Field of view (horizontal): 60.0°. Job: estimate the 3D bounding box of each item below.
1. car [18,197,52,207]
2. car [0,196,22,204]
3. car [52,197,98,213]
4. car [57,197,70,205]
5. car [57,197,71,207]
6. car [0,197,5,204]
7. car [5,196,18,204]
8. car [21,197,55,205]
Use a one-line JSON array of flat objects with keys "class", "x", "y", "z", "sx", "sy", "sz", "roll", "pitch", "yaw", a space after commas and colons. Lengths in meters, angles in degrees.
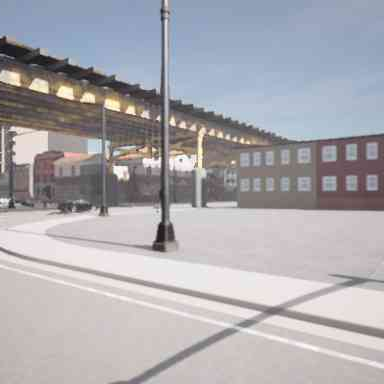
[{"class": "car", "x": -24.503, "y": 1.612, "z": 53.114, "sx": 4.974, "sy": 1.542, "sz": 2.038, "roll": 0, "pitch": 0, "yaw": 7}, {"class": "car", "x": -37.859, "y": 1.673, "z": 68.140, "sx": 4.974, "sy": 1.542, "sz": 2.038, "roll": 0, "pitch": 0, "yaw": 2}, {"class": "car", "x": -12.882, "y": 1.594, "z": 37.879, "sx": 2.128, "sy": 1.511, "sz": 4.902, "roll": 0, "pitch": 0, "yaw": 30}, {"class": "car", "x": -20.996, "y": 1.447, "z": 54.376, "sx": 1.853, "sy": 1.218, "sz": 4.536, "roll": 0, "pitch": 0, "yaw": -23}, {"class": "car", "x": -20.975, "y": 1.605, "z": 54.328, "sx": 2.038, "sy": 1.542, "sz": 4.974, "roll": 0, "pitch": 0, "yaw": -23}, {"class": "car", "x": -17.010, "y": 1.312, "z": 25.063, "sx": 2.150, "sy": 2.045, "sz": 5.566, "roll": 0, "pitch": 0, "yaw": 2}, {"class": "car", "x": -37.807, "y": 1.516, "z": 68.139, "sx": 4.536, "sy": 1.218, "sz": 1.853, "roll": 0, "pitch": 0, "yaw": 2}, {"class": "car", "x": -24.555, "y": 1.454, "z": 53.120, "sx": 4.536, "sy": 1.218, "sz": 1.853, "roll": 0, "pitch": 0, "yaw": 7}]
